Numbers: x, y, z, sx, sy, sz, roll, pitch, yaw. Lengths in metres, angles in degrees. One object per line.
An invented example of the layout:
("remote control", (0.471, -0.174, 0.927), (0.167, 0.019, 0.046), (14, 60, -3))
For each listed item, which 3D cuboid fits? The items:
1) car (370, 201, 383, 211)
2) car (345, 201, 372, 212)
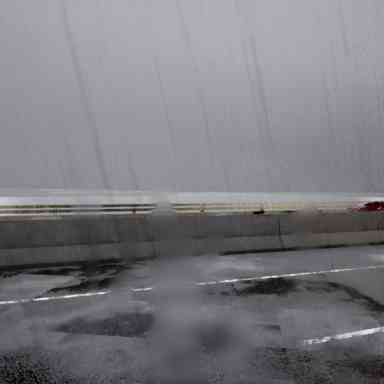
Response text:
("car", (17.292, 1.607, 27.054), (4.718, 1.301, 1.895), (0, 0, -19))
("car", (16.287, 1.532, 30.408), (4.674, 1.442, 1.812), (0, 0, -19))
